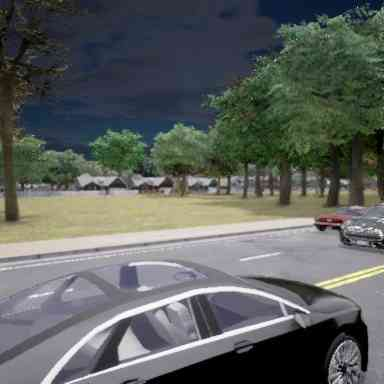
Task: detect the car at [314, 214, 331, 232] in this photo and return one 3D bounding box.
[{"bbox_3d":[8.614,1.453,17.807,4.718,1.301,1.895,-1,0,-35],"label":"car"}]

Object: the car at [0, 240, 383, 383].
[{"bbox_3d":[-0.128,1.477,3.346,4.902,1.511,2.128,-1,0,-35],"label":"car"}]

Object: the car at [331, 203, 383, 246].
[{"bbox_3d":[7.957,1.231,13.348,4.553,1.767,2.097,-1,0,-35],"label":"car"}]
